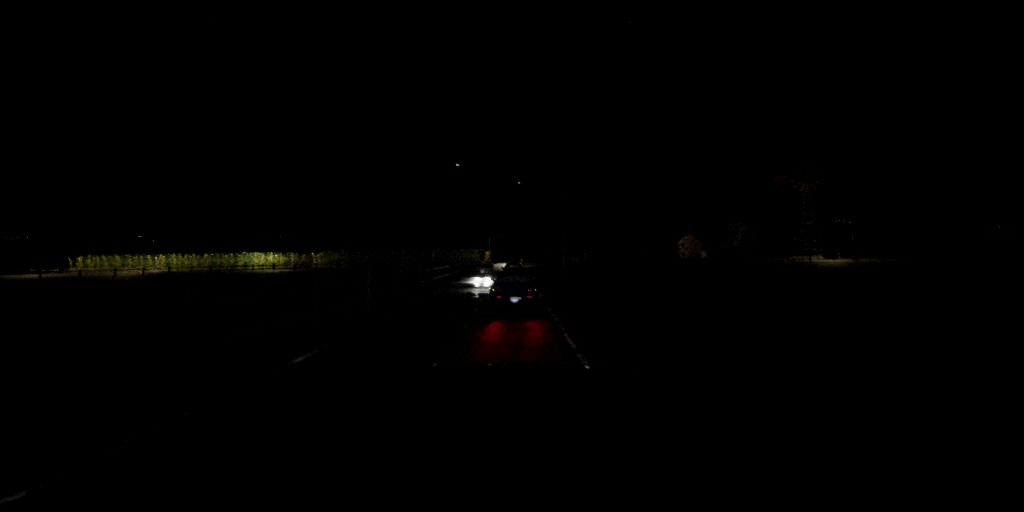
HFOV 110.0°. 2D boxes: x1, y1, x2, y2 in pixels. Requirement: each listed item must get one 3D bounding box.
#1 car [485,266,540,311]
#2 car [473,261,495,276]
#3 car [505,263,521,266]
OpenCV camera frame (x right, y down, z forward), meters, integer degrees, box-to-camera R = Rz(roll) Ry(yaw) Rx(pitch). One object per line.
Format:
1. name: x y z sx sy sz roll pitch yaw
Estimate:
1. car: 0.093 1.284 14.345 1.812 1.442 4.674 0 0 0
2. car: -2.834 1.268 36.750 2.128 1.511 4.902 0 0 0
3. car: 0.099 1.295 29.570 1.812 1.442 4.674 0 0 0
